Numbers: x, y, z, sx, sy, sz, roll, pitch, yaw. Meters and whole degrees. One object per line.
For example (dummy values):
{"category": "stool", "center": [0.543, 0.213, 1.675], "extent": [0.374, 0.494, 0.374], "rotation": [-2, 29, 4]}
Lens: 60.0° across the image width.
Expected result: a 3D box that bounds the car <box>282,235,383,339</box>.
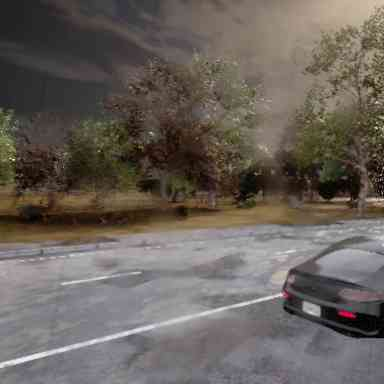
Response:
{"category": "car", "center": [3.670, 1.526, 6.058], "extent": [4.674, 1.442, 1.812], "rotation": [0, 0, -33]}
